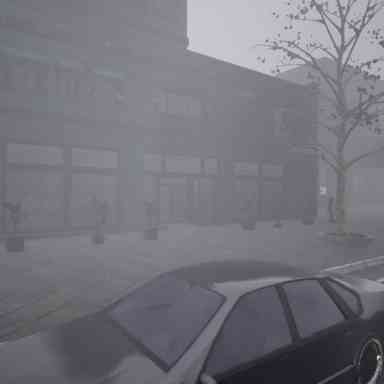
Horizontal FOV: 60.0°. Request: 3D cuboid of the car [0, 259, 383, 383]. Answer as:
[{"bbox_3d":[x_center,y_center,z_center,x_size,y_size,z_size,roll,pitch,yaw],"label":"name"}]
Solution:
[{"bbox_3d":[0.394,1.549,3.654,5.357,1.411,2.033,0,0,-35],"label":"car"}]
